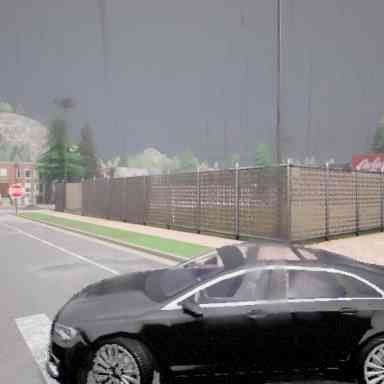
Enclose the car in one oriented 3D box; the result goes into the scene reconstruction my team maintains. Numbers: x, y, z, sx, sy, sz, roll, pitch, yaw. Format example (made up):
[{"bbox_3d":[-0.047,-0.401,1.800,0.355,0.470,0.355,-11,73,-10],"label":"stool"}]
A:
[{"bbox_3d":[0.709,1.499,4.393,4.902,1.511,2.128,0,2,-1],"label":"car"}]
